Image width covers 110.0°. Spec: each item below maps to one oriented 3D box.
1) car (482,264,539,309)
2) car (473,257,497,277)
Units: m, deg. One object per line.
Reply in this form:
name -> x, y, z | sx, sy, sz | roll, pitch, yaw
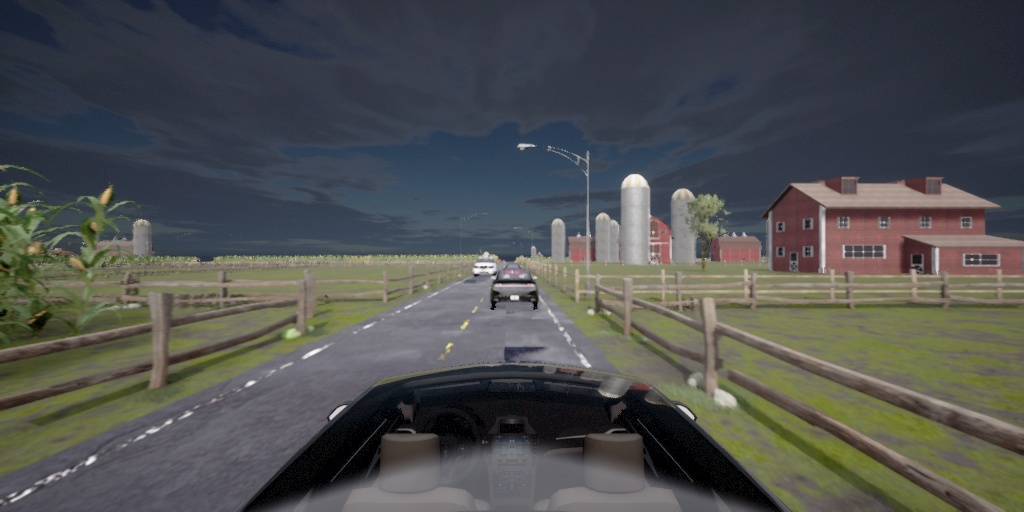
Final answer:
car -> 0.094, 1.275, 15.126 | 2.128, 1.511, 4.902 | 0, 0, 0
car -> -2.762, 1.100, 37.578 | 2.150, 2.045, 5.566 | 0, 0, 0
